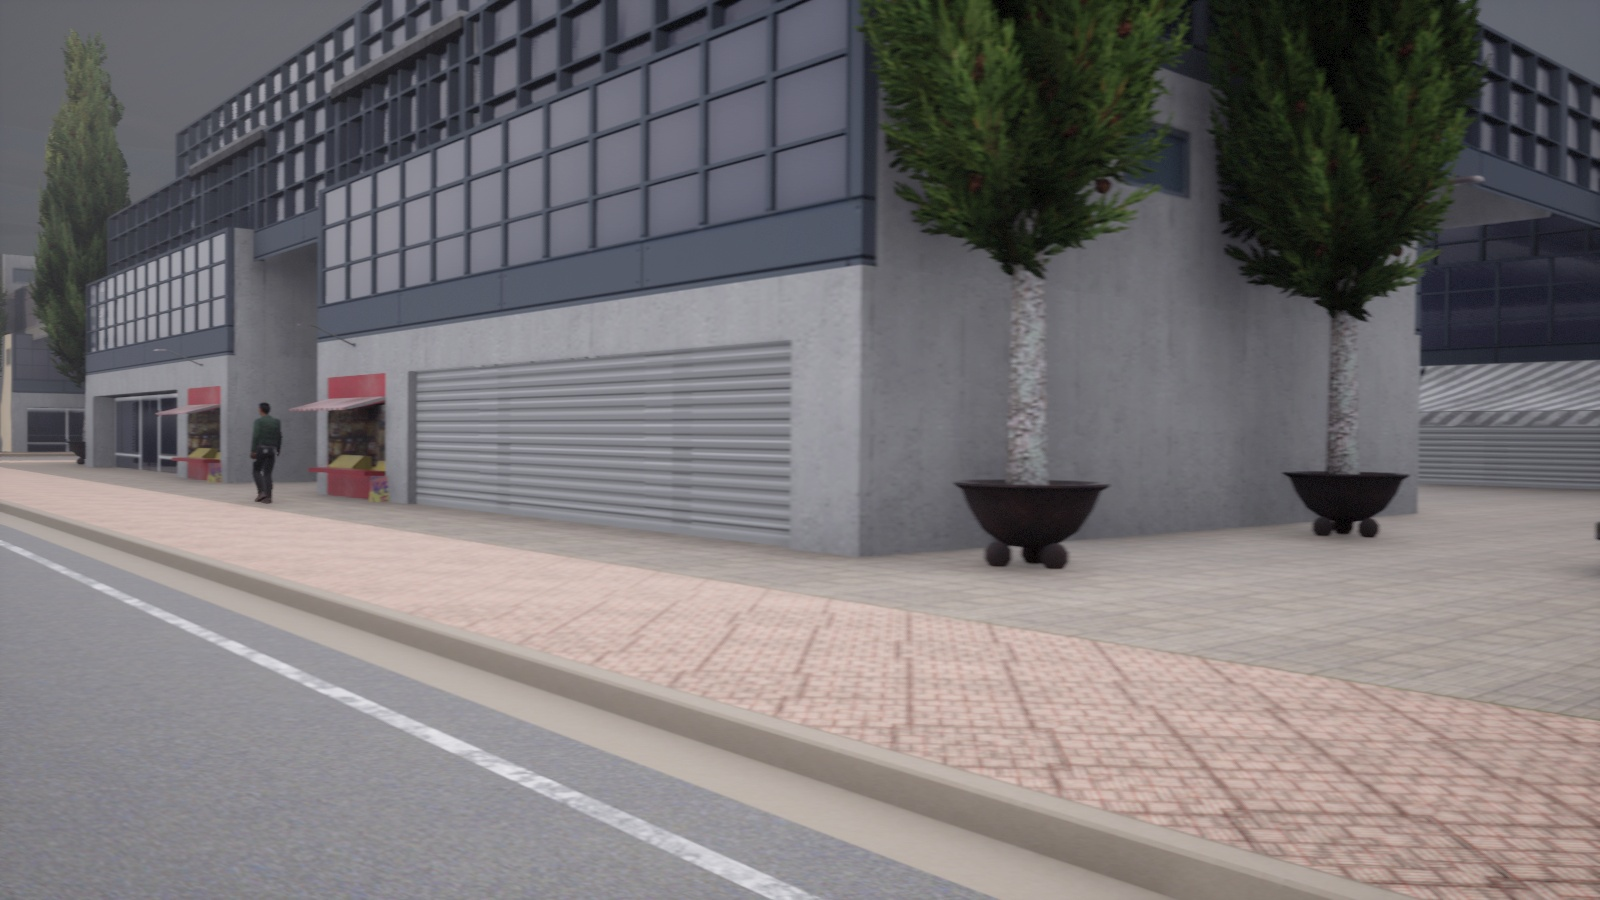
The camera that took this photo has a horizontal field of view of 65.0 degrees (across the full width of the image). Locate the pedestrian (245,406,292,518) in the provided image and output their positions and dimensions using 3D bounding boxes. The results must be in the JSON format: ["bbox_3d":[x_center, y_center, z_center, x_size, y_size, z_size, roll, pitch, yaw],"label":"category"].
[{"bbox_3d":[-9.433,0.203,22.290,0.788,1.949,0.423,0,1,40],"label":"pedestrian"}]
